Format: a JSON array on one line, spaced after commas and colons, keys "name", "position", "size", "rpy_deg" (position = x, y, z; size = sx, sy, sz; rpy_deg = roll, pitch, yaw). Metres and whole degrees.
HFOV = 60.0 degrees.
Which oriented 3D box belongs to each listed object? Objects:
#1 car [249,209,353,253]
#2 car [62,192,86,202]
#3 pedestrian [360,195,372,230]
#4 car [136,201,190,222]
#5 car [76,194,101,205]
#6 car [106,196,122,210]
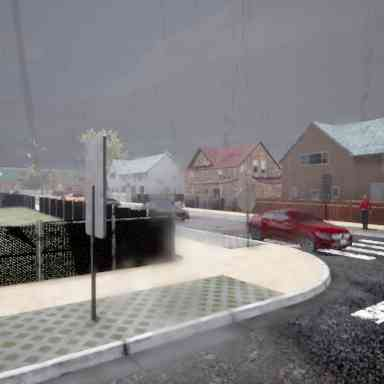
[{"name": "car", "position": [4.186, 1.450, 13.624], "size": [1.812, 1.442, 4.674], "rpy_deg": [0, 1, -28]}, {"name": "car", "position": [-14.425, 0.924, 41.888], "size": [2.097, 1.767, 4.553], "rpy_deg": [0, 1, -34]}, {"name": "pedestrian", "position": [9.149, 1.051, 17.596], "size": [0.375, 1.860, 0.375], "rpy_deg": [1, 0, -34]}, {"name": "car", "position": [-2.298, 1.347, 23.996], "size": [2.033, 1.411, 5.357], "rpy_deg": [0, 1, -35]}, {"name": "car", "position": [-14.978, 1.060, 47.858], "size": [2.033, 1.411, 5.357], "rpy_deg": [0, 1, -35]}, {"name": "car", "position": [-8.576, 1.189, 33.230], "size": [1.837, 1.490, 4.892], "rpy_deg": [0, 0, -34]}]
